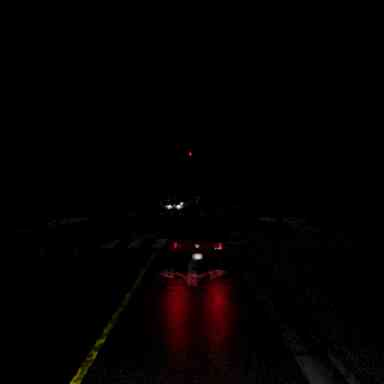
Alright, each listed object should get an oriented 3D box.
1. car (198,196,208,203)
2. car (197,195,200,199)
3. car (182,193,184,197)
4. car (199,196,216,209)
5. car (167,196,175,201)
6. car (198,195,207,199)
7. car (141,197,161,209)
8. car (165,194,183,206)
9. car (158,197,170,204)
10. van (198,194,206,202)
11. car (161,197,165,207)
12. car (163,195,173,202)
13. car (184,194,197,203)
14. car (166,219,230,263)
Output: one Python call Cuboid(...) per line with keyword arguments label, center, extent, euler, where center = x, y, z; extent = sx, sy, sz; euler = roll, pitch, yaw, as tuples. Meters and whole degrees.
Cuboid(label="car", center=(2.374, 1.669, 72.648), extent=(2.008, 1.369, 4.403), euler=(0, 0, 0))
Cuboid(label="car", center=(2.361, 1.655, 61.627), extent=(1.947, 1.339, 4.313), euler=(0, 0, 0))
Cuboid(label="car", center=(-3.011, 1.615, 73.730), extent=(1.837, 1.490, 4.892), euler=(0, 0, 0))
Cuboid(label="car", center=(2.341, 1.619, 45.094), extent=(1.947, 1.339, 4.313), euler=(0, 0, 0))
Cuboid(label="car", center=(-5.630, 1.721, 89.190), extent=(2.008, 1.369, 4.403), euler=(0, 0, 0))
Cuboid(label="car", center=(2.354, 1.658, 56.117), extent=(1.802, 1.307, 4.206), euler=(0, 0, 0))
Cuboid(label="car", center=(-5.684, 1.494, 45.105), extent=(1.967, 1.590, 4.097), euler=(0, 0, 0))
Cuboid(label="car", center=(-3.080, 1.559, 58.400), extent=(1.882, 1.535, 5.008), euler=(0, 0, 1))
Cuboid(label="car", center=(-5.657, 1.654, 67.147), extent=(2.008, 1.369, 4.403), euler=(0, 0, 0))
Cuboid(label="van", center=(2.381, 1.476, 78.159), extent=(1.690, 1.788, 3.998), euler=(0, 0, 0))
Cuboid(label="car", center=(-5.677, 1.505, 50.615), extent=(1.967, 1.590, 4.097), euler=(0, 0, 0))
Cuboid(label="car", center=(-5.644, 1.575, 78.169), extent=(1.967, 1.590, 4.097), euler=(0, 0, 0))
Cuboid(label="car", center=(-0.262, 1.663, 72.660), extent=(1.994, 1.385, 4.181), euler=(0, 0, 0))
Cuboid(label="car", center=(0.363, 1.605, 11.967), extent=(1.895, 1.301, 4.718), euler=(0, 0, 5))
